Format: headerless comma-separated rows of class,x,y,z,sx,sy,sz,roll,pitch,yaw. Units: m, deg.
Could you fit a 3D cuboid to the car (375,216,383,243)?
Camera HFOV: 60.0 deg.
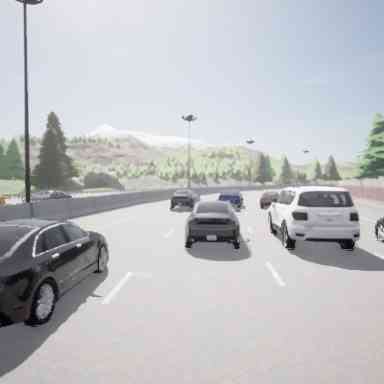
car,7.651,1.163,10.529,1.837,1.490,4.892,0,2,5

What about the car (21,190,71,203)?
car,-11.551,0.600,26.649,2.128,1.511,4.902,0,2,10

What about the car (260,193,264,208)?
car,6.979,0.613,29.063,1.994,1.385,4.181,0,2,12

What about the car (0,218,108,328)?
car,-3.131,1.279,6.615,1.837,1.490,4.892,0,2,3

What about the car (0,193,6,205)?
car,-15.609,0.680,23.664,1.882,1.535,5.008,0,2,9

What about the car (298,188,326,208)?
car,10.853,0.489,30.361,1.882,1.535,5.008,0,2,13

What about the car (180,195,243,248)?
car,0.819,1.085,12.687,1.837,1.490,4.892,0,2,5

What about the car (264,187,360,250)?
car,4.278,0.812,12.445,2.150,2.045,5.566,0,2,5

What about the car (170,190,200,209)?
car,-0.469,0.589,27.775,1.837,1.490,4.892,0,2,11

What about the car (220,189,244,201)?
car,3.511,0.506,29.607,1.882,1.535,5.008,0,2,12
